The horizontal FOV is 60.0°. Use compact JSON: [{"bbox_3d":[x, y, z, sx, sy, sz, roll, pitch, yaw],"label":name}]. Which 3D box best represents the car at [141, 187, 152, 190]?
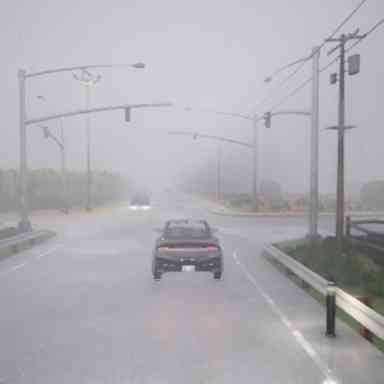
[{"bbox_3d":[-6.715,0.414,46.117,1.812,1.442,4.674,0,2,-6],"label":"car"}]

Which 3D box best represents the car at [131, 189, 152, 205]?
[{"bbox_3d":[-5.765,0.758,37.510,1.994,1.385,4.181,0,2,-6],"label":"car"}]

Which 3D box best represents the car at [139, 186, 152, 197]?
[{"bbox_3d":[-7.832,-0.116,56.164,2.097,1.767,4.553,0,2,-6],"label":"car"}]

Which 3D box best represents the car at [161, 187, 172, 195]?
[{"bbox_3d":[-4.759,-0.157,62.201,1.812,1.442,4.674,0,2,-4],"label":"car"}]

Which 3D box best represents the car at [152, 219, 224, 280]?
[{"bbox_3d":[-0.174,1.580,10.299,2.128,1.511,4.902,0,0,-2],"label":"car"}]
